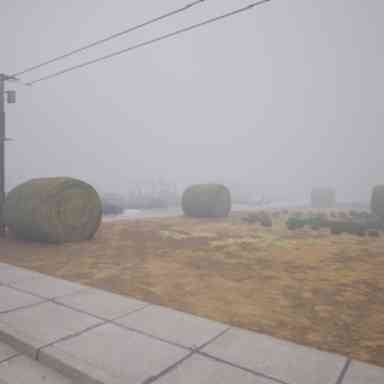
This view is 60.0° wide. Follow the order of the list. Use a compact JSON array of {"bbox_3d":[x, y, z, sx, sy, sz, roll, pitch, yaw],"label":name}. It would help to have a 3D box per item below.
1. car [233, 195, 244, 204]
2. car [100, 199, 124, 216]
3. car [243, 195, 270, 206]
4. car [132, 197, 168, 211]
[{"bbox_3d":[8.254,1.251,52.513,1.837,1.490,4.892,1,0,38],"label":"car"},{"bbox_3d":[-7.610,1.267,26.485,1.812,1.442,4.674,1,0,37],"label":"car"},{"bbox_3d":[9.794,1.279,48.703,1.812,1.442,4.674,1,1,39],"label":"car"},{"bbox_3d":[-4.532,1.271,36.466,1.994,1.385,4.181,1,0,38],"label":"car"}]
